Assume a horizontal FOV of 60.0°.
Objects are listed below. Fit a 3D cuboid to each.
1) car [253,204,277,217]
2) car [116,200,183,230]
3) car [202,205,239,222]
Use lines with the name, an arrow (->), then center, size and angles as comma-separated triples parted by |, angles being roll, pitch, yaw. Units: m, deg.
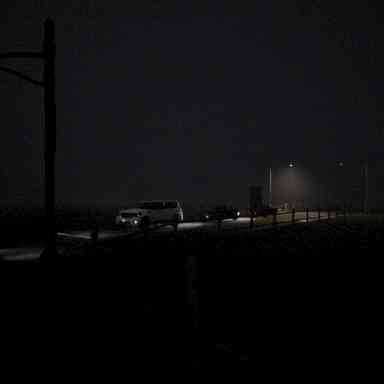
car -> 8.877, 2.266, 40.777 | 2.128, 1.511, 4.902 | 0, -1, 36
car -> -2.964, 1.608, 24.606 | 2.150, 2.045, 5.566 | 0, -1, 36
car -> 2.849, 2.067, 32.547 | 2.128, 1.511, 4.902 | 0, -1, 36
